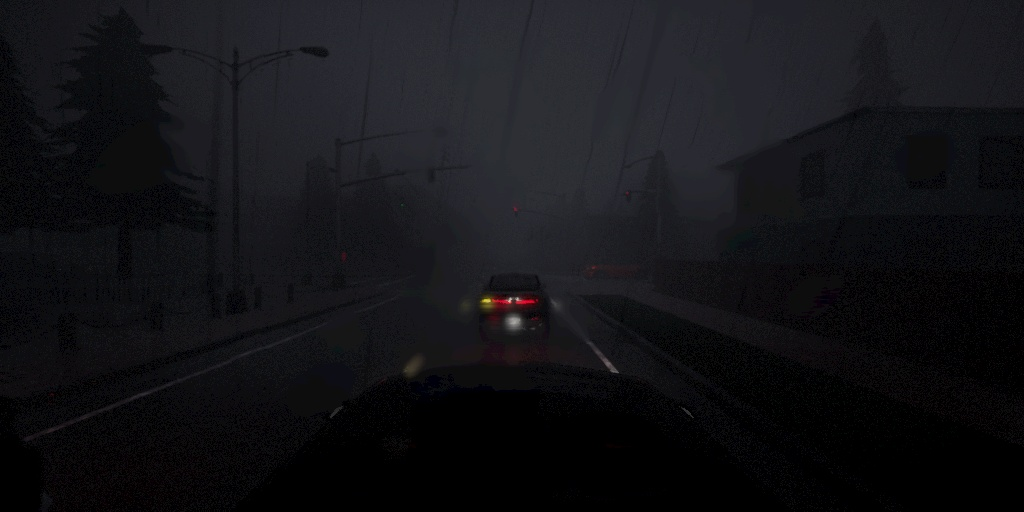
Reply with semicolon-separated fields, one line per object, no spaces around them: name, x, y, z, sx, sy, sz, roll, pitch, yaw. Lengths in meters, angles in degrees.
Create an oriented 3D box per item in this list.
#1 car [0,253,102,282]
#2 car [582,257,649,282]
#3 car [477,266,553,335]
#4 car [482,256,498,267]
car;-31.958;0.827;24.206;5.566;2.045;2.150;0;0;-1
car;7.515;0.908;25.980;4.553;1.767;2.097;0;1;-11
car;0.074;1.193;10.272;1.837;1.490;4.892;0;0;0
car;-3.572;0.890;55.707;1.812;1.442;4.674;0;0;0
